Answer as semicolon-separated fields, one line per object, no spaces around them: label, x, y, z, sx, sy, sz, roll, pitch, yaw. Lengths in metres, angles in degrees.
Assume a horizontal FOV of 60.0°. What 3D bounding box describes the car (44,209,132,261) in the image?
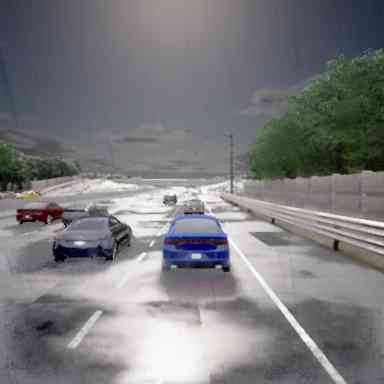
car;-3.484;1.556;12.331;1.994;1.385;4.181;0;0;0

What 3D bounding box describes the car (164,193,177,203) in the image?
car;-3.237;0.910;50.673;2.128;1.511;4.902;0;1;1

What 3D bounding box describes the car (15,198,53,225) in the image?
car;-10.341;1.387;23.378;1.882;1.535;5.008;0;1;0

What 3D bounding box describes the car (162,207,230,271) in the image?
car;0.114;1.471;10.933;1.882;1.535;5.008;0;0;0

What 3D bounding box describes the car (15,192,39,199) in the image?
car;-27.711;0.788;55.973;1.882;1.535;5.008;0;1;1

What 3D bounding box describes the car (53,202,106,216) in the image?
car;-6.849;1.418;21.742;2.128;1.511;4.902;0;1;0

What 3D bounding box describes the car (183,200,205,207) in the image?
car;0.189;1.381;29.242;2.033;1.411;5.357;0;1;0
